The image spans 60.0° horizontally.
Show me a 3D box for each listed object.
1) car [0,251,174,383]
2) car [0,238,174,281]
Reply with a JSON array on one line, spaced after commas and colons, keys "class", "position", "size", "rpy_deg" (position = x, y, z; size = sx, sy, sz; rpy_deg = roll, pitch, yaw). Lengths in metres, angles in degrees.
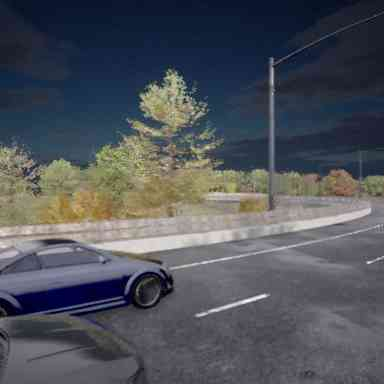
[{"class": "car", "position": [-2.609, 1.523, 2.043], "size": [4.892, 1.490, 1.837], "rpy_deg": [0, 0, -35]}, {"class": "car", "position": [-2.434, 1.608, 6.503], "size": [4.181, 1.385, 1.994], "rpy_deg": [0, 0, -36]}]
